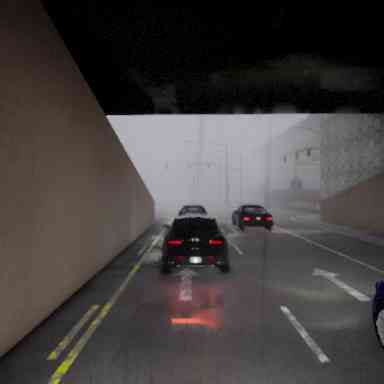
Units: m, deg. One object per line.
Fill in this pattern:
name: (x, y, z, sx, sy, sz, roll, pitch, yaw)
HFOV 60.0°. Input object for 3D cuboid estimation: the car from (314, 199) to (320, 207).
car: (17.542, 1.318, 43.196, 4.974, 1.542, 2.038, 0, 0, -45)

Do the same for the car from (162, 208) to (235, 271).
car: (0.091, 1.471, 10.811, 1.837, 1.490, 4.892, 0, 0, 0)

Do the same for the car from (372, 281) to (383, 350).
car: (3.555, 1.467, 2.870, 1.882, 1.535, 5.008, 0, 0, 1)

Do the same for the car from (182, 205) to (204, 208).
car: (0.069, 1.486, 20.618, 2.033, 1.411, 5.357, 0, 0, 3)

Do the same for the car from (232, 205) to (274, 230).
car: (3.602, 1.484, 20.539, 2.033, 1.411, 5.357, 0, 0, 0)
